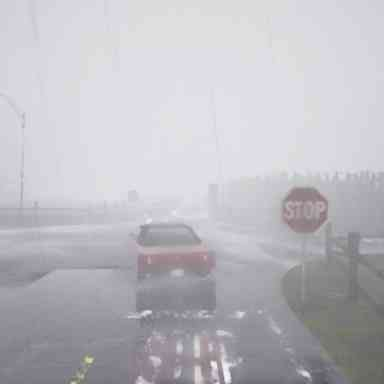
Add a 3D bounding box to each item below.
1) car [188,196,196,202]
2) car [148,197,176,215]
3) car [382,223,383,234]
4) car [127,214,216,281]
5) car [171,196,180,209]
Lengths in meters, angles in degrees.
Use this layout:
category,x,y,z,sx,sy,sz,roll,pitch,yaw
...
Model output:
category,x,y,z,sx,sy,sz,roll,pitch,yaw
car,0.008,1.504,72.398,1.895,1.301,4.718,0,0,0
car,-2.841,1.495,30.641,2.033,1.411,5.357,0,0,0
car,12.724,1.658,17.752,4.553,1.767,2.097,1,-1,-1
car,-0.877,1.581,9.873,1.895,1.301,4.718,0,0,-14
car,-2.838,1.412,41.119,1.882,1.535,5.008,0,0,0
